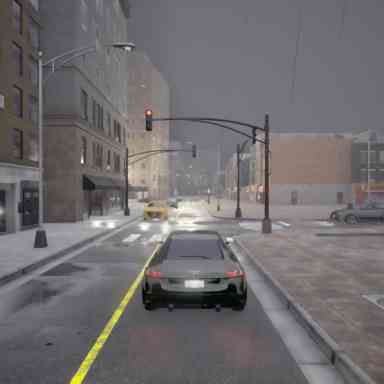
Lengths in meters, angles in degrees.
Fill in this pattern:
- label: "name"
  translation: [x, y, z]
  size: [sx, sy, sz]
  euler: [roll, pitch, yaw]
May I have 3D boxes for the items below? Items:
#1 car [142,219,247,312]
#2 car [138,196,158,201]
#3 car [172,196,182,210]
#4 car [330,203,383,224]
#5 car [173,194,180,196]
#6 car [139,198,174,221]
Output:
- label: "car"
  translation: [0.057, 1.564, 7.781]
  size: [1.994, 1.385, 4.181]
  euler: [0, 0, 0]
- label: "car"
  translation: [-8.935, 1.596, 69.961]
  size: [4.674, 1.442, 1.812]
  euler: [0, 0, 9]
- label: "car"
  translation: [-2.810, 1.562, 44.370]
  size: [2.033, 1.411, 5.357]
  euler: [0, 0, 0]
- label: "car"
  translation: [12.069, 1.515, 23.583]
  size: [4.181, 1.385, 1.994]
  euler: [0, 0, 0]
- label: "car"
  translation: [-2.705, 1.181, 60.047]
  size: [1.837, 1.490, 4.892]
  euler: [0, 0, 0]
- label: "car"
  translation: [-2.830, 1.483, 27.436]
  size: [1.882, 1.535, 5.008]
  euler: [0, 0, 0]
